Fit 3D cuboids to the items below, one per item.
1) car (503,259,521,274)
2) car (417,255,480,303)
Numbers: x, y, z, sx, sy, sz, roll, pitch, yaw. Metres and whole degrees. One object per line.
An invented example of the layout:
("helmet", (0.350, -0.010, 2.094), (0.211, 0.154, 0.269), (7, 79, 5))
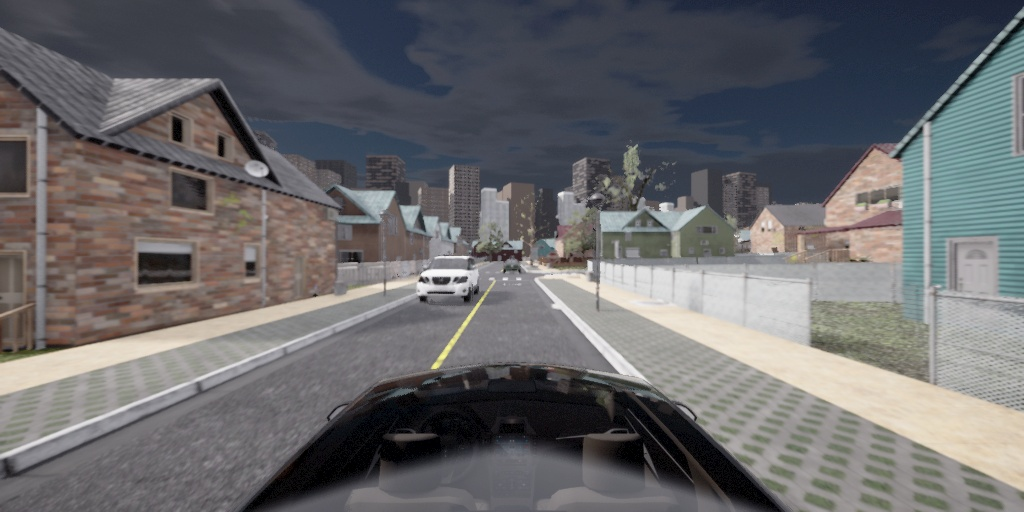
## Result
("car", (0.004, 1.100, 41.665), (2.097, 1.767, 4.553), (0, 0, 0))
("car", (-2.795, 0.973, 16.943), (2.150, 2.045, 5.566), (0, 0, 1))
